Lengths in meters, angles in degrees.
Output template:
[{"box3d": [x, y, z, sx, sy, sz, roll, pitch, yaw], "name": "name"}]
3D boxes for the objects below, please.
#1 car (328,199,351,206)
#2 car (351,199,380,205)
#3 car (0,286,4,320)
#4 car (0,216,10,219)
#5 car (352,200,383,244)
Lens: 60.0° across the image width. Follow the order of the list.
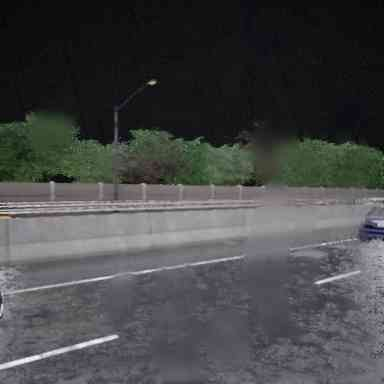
[{"box3d": [20.268, 1.654, 44.222, 5.357, 1.411, 2.033, 0, 0, -35], "name": "car"}, {"box3d": [22.284, 1.612, 41.363, 4.892, 1.490, 1.837, 1, -1, -35], "name": "car"}, {"box3d": [-5.237, 1.504, 4.311, 4.892, 1.490, 1.837, 0, 0, -35], "name": "car"}, {"box3d": [-10.330, 1.478, 13.822, 5.008, 1.535, 1.882, 0, 0, -35], "name": "car"}, {"box3d": [9.435, 1.367, 14.779, 4.553, 1.767, 2.097, 0, 0, -35], "name": "car"}]
